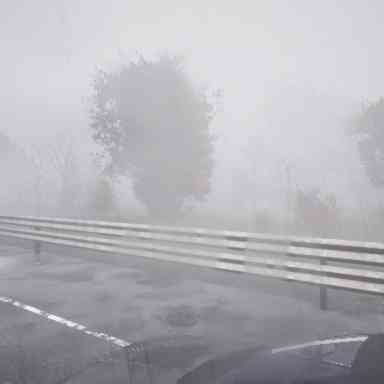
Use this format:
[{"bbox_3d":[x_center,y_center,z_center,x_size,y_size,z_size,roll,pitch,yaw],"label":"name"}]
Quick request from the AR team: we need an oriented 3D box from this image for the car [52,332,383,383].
[{"bbox_3d":[1.020,1.491,1.344,4.902,1.511,2.128,0,0,35],"label":"car"}]
